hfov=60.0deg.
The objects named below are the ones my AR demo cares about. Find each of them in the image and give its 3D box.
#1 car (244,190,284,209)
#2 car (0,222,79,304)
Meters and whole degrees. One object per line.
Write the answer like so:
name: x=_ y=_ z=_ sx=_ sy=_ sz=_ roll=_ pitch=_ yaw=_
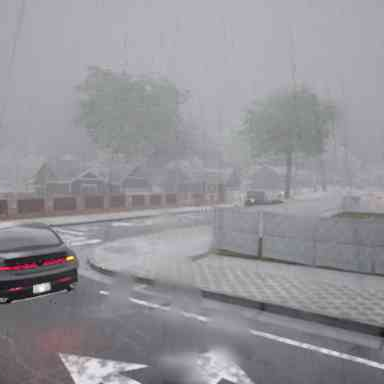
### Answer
car: x=6.889 y=0.876 z=31.512 sx=2.150 sy=2.045 sz=5.566 roll=1 pitch=1 yaw=35
car: x=-4.301 y=1.471 z=7.928 sx=1.837 sy=1.490 sz=4.892 roll=-2 pitch=2 yaw=-40
